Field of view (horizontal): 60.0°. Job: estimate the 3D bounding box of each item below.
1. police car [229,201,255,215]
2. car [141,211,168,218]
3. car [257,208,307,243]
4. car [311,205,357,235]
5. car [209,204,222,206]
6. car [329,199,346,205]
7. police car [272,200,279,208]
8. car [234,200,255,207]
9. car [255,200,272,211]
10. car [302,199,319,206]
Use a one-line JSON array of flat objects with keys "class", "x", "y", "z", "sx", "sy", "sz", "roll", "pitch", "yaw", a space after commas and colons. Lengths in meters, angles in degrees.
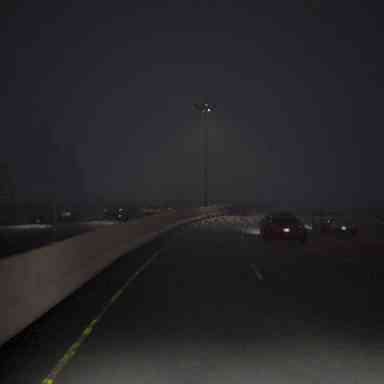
[{"class": "police car", "x": 5.939, "y": 1.903, "z": 40.554, "sx": 1.930, "sy": 1.638, "sz": 5.238, "roll": 0, "pitch": -1, "yaw": 22}, {"class": "car", "x": -3.367, "y": 1.846, "z": 31.249, "sx": 1.882, "sy": 1.535, "sz": 5.008, "roll": 0, "pitch": -1, "yaw": 15}, {"class": "car", "x": 4.672, "y": 1.770, "z": 17.474, "sx": 1.994, "sy": 1.385, "sz": 4.181, "roll": 0, "pitch": -1, "yaw": 7}, {"class": "car", "x": 8.679, "y": 1.767, "z": 20.431, "sx": 1.812, "sy": 1.442, "sz": 4.674, "roll": 0, "pitch": -1, "yaw": 10}, {"class": "car", "x": 5.122, "y": 2.000, "z": 66.286, "sx": 2.150, "sy": 2.045, "sz": 5.566, "roll": -1, "pitch": -1, "yaw": 33}, {"class": "car", "x": 34.162, "y": 2.405, "z": 77.927, "sx": 4.718, "sy": 1.301, "sz": 1.895, "roll": 1, "pitch": -1, "yaw": -40}, {"class": "police car", "x": 12.752, "y": 2.064, "z": 54.275, "sx": 1.930, "sy": 1.638, "sz": 5.238, "roll": 0, "pitch": -1, "yaw": 31}, {"class": "car", "x": 10.830, "y": 2.323, "z": 68.281, "sx": 2.033, "sy": 1.411, "sz": 5.357, "roll": 0, "pitch": -1, "yaw": 36}, {"class": "car", "x": 9.893, "y": 2.083, "z": 49.159, "sx": 1.837, "sy": 1.490, "sz": 4.892, "roll": 0, "pitch": -1, "yaw": 27}, {"class": "car", "x": 24.514, "y": 2.147, "z": 68.728, "sx": 1.812, "sy": 1.442, "sz": 4.674, "roll": -1, "pitch": -1, "yaw": 45}]
